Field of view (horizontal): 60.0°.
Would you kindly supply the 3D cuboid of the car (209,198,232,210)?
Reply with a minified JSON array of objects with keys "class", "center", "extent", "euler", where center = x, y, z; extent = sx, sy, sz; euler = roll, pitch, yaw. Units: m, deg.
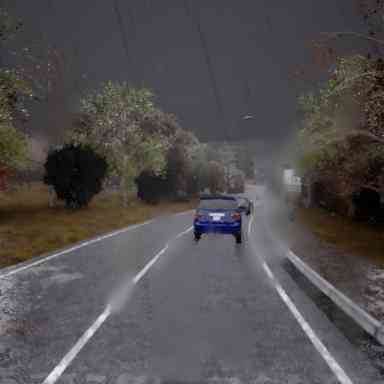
[{"class":"car","center":[3.752,1.519,42.903],"extent":[1.895,1.301,4.718],"euler":[2,0,18]}]

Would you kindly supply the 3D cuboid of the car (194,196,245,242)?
[{"class":"car","center":[1.402,1.207,16.709],"extent":[2.150,2.045,5.566],"euler":[1,0,8]}]

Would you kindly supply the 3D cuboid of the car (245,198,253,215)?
[{"class":"car","center":[5.093,1.356,34.259],"extent":[2.097,1.767,4.553],"euler":[2,0,15]}]
